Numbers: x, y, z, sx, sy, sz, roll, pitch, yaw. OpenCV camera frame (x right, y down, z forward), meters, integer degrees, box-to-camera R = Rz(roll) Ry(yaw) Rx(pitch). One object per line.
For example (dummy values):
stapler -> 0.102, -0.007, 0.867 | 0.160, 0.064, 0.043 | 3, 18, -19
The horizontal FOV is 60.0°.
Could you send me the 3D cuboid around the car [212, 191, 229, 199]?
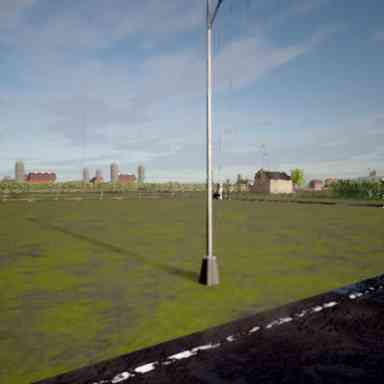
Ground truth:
car -> 5.330, 0.601, 67.046 | 2.128, 1.511, 4.902 | -1, 2, -36
